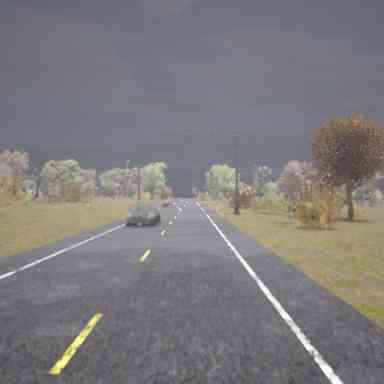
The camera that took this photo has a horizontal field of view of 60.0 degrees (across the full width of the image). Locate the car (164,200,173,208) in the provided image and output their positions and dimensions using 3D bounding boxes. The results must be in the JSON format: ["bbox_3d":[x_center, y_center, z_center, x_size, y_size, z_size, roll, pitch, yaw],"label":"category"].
[{"bbox_3d":[-4.768,2.263,66.164,1.882,1.535,5.008,0,-1,-6],"label":"car"}]

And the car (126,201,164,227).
[{"bbox_3d":[-3.603,1.642,25.136,2.097,1.767,4.553,0,-1,0],"label":"car"}]
